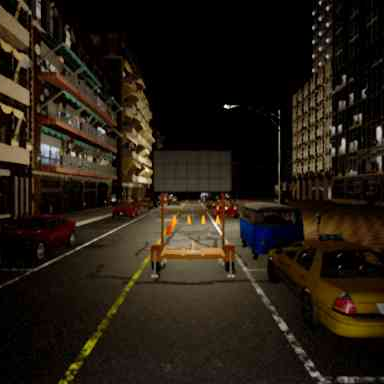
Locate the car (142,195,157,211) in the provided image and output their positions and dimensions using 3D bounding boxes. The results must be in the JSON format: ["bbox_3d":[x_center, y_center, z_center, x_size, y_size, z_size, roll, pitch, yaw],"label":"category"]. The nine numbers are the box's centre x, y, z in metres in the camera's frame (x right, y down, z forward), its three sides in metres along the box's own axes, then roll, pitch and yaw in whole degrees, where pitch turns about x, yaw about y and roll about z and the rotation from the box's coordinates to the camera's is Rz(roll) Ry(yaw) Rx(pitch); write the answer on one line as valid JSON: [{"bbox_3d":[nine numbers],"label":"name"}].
[{"bbox_3d":[-5.594,1.423,39.564,1.752,1.417,4.829,0,0,0],"label":"car"}]

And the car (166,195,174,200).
[{"bbox_3d":[-5.479,1.408,83.946,1.802,1.307,4.206,0,0,0],"label":"car"}]

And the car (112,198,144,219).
[{"bbox_3d":[-5.622,1.467,28.680,1.887,1.381,4.507,0,0,0],"label":"car"}]

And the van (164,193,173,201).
[{"bbox_3d":[-5.494,1.173,78.420,1.690,1.788,3.998,0,0,0],"label":"van"}]

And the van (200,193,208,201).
[{"bbox_3d":[2.886,1.173,78.398,1.690,1.788,3.998,0,0,0],"label":"van"}]

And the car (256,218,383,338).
[{"bbox_3d":[2.701,1.504,6.722,1.752,1.417,4.829,0,0,0],"label":"car"}]

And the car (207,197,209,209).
[{"bbox_3d":[2.773,1.435,34.355,1.752,1.417,4.829,0,0,0],"label":"car"}]

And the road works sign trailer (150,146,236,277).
[{"bbox_3d":[0.024,0.433,10.080,2.380,3.560,2.880,0,0,0],"label":"road works sign trailer"}]

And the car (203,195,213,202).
[{"bbox_3d":[2.801,1.468,45.238,1.802,1.307,4.206,0,0,0],"label":"car"}]

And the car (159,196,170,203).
[{"bbox_3d":[-5.521,1.413,67.366,1.947,1.339,4.313,0,0,0],"label":"car"}]

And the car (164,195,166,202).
[{"bbox_3d":[-5.564,1.425,50.787,2.008,1.369,4.403,0,0,0],"label":"car"}]

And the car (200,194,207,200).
[{"bbox_3d":[2.902,1.351,84.094,1.752,1.417,4.829,0,0,0],"label":"car"}]

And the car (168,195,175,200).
[{"bbox_3d":[-5.464,1.402,89.472,1.802,1.307,4.206,0,0,0],"label":"car"}]

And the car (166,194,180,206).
[{"bbox_3d":[-2.879,1.420,52.224,2.033,1.411,5.357,0,0,1],"label":"car"}]

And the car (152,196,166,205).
[{"bbox_3d":[-5.550,1.415,56.314,2.008,1.369,4.403,0,0,0],"label":"car"}]

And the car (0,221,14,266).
[{"bbox_3d":[-5.680,1.505,6.404,1.752,1.417,4.829,0,0,0],"label":"car"}]

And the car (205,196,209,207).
[{"bbox_3d":[2.787,1.479,39.712,1.802,1.307,4.206,0,0,0],"label":"car"}]

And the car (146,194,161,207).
[{"bbox_3d":[-5.581,1.201,45.259,2.192,1.841,5.009,0,0,0],"label":"car"}]

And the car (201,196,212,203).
[{"bbox_3d":[2.859,1.413,67.345,1.947,1.339,4.313,0,0,0],"label":"car"}]

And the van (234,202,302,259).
[{"bbox_3d":[2.714,1.305,12.077,1.690,1.788,3.998,0,0,0],"label":"van"}]

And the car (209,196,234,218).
[{"bbox_3d":[2.757,1.362,28.657,1.967,1.590,4.097,0,0,0],"label":"car"}]

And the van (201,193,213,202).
[{"bbox_3d":[2.829,1.206,56.291,1.690,1.788,3.998,0,0,0],"label":"van"}]

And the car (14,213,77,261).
[{"bbox_3d":[-5.665,1.508,12.100,1.887,1.381,4.507,0,0,0],"label":"car"}]

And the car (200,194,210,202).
[{"bbox_3d":[2.872,1.279,72.871,1.967,1.590,4.097,0,0,0],"label":"car"}]
